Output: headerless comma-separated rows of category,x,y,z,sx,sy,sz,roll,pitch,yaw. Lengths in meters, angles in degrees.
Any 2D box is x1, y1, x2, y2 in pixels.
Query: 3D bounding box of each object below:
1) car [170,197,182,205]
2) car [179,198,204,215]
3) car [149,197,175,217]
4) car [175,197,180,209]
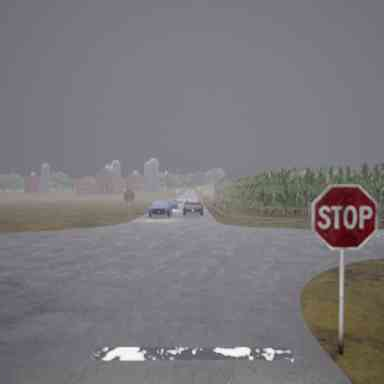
car,-2.807,1.496,58.741,1.895,1.301,4.718,0,0,0
car,0.102,1.449,33.099,2.128,1.511,4.902,0,0,0
car,-2.851,1.439,30.903,1.882,1.535,5.008,0,0,0
car,-2.840,1.500,42.477,1.994,1.385,4.181,0,0,0
